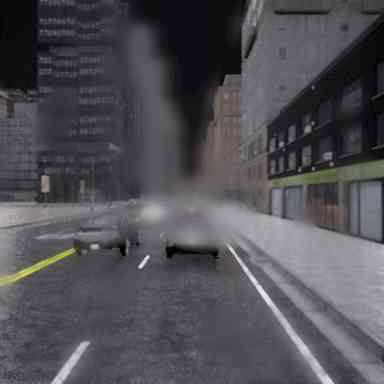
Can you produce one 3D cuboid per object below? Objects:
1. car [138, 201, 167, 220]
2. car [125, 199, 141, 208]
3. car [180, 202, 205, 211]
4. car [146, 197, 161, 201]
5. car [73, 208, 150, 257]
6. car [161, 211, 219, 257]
[{"bbox_3d":[-3.197,1.819,28.901,1.812,1.442,4.674,0,0,1],"label":"car"},{"bbox_3d":[-9.721,1.920,55.642,2.097,1.767,4.553,0,0,0],"label":"car"},{"bbox_3d":[0.048,1.640,28.424,2.097,1.767,4.553,0,-1,1],"label":"car"},{"bbox_3d":[-6.460,1.804,56.510,2.150,2.045,5.566,0,-1,0],"label":"car"},{"bbox_3d":[-3.215,1.631,13.506,2.128,1.511,4.902,0,0,1],"label":"car"},{"bbox_3d":[0.035,1.703,13.539,1.994,1.385,4.181,0,0,1],"label":"car"}]
